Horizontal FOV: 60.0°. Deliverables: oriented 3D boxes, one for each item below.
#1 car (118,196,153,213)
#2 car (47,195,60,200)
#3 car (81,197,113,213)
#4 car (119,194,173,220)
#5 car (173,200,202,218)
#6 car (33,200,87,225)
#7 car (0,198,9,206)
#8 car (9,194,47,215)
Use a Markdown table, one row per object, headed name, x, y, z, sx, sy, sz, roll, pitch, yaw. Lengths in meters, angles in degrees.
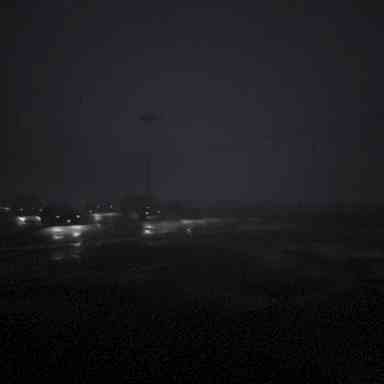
| name | x | y | z | sx | sy | sz | roll | pitch | yaw |
| --- | --- | --- | --- | --- | --- | --- | --- | --- | --- |
| car | -6.506 | 1.361 | 37.712 | 2.097 | 1.767 | 4.553 | 0 | 0 | -36 |
| car | -22.937 | 1.358 | 54.572 | 2.097 | 1.767 | 4.553 | 0 | 0 | -35 |
| car | -10.486 | 1.533 | 37.246 | 1.812 | 1.442 | 4.674 | 0 | 0 | -36 |
| car | -4.241 | 1.229 | 28.610 | 2.150 | 2.045 | 5.566 | 0 | 0 | -36 |
| car | -1.092 | 1.487 | 30.225 | 1.882 | 1.535 | 5.008 | 0 | 0 | -36 |
| car | -9.740 | 1.551 | 24.262 | 2.033 | 1.411 | 5.357 | 0 | 0 | -36 |
| car | -29.150 | 1.568 | 51.236 | 1.994 | 1.385 | 4.181 | 0 | 0 | -35 |
| car | -16.920 | 1.225 | 34.193 | 2.150 | 2.045 | 5.566 | 0 | 0 | -36 |
